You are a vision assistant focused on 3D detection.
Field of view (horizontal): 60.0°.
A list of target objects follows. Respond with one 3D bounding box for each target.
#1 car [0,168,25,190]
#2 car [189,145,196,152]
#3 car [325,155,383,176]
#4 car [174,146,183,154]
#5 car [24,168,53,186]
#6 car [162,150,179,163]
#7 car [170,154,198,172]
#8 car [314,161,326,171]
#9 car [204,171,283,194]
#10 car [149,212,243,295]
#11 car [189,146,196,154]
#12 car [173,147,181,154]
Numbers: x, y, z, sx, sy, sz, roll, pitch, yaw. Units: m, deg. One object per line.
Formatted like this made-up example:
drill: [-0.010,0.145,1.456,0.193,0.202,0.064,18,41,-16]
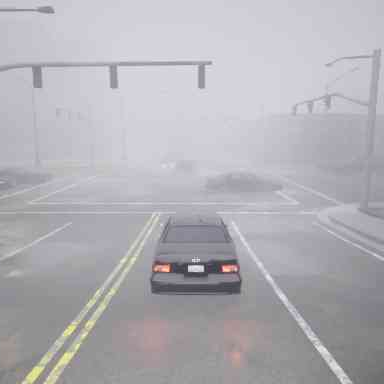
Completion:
car: [-14.965,-0.788,23.443,4.902,1.511,2.128,0,9,0]
car: [0.123,-12.026,91.705,2.097,1.767,4.553,0,9,0]
car: [17.069,-2.754,33.814,5.566,2.045,2.150,0,9,1]
car: [-3.405,-8.502,71.188,2.033,1.411,5.357,0,9,0]
car: [-13.903,-1.241,26.912,4.718,1.301,1.895,0,9,0]
car: [-3.527,-5.297,51.514,2.033,1.411,5.357,0,9,0]
car: [-0.594,-3.179,38.219,1.837,1.490,4.892,3,10,13]
car: [16.325,-3.050,37.319,4.902,1.511,2.128,0,9,0]
car: [3.552,-0.722,23.369,5.357,1.411,2.033,0,9,0]
car: [0.086,1.219,8.389,2.033,1.411,5.357,0,4,0]
car: [0.110,-10.166,81.758,1.895,1.301,4.718,0,9,0]
car: [-3.485,-6.881,60.992,1.837,1.490,4.892,0,9,0]
